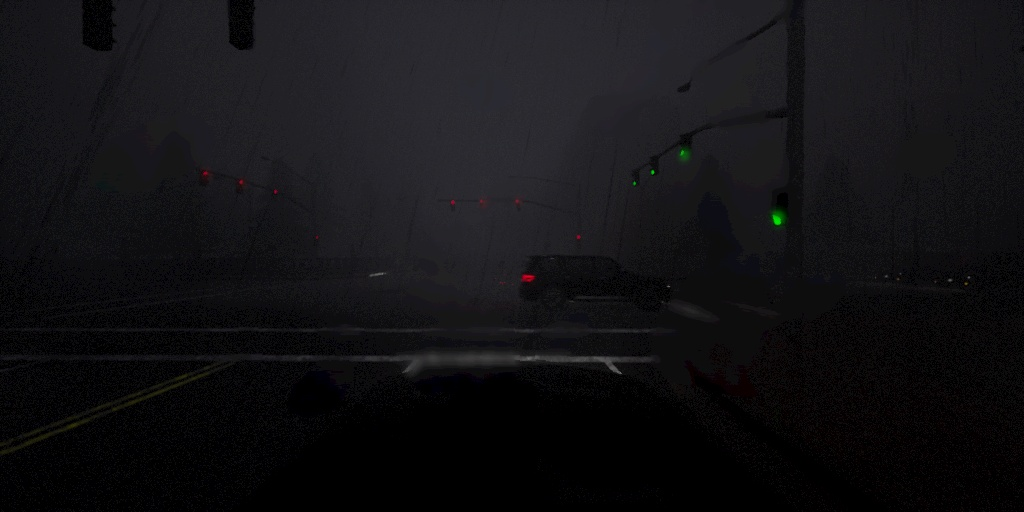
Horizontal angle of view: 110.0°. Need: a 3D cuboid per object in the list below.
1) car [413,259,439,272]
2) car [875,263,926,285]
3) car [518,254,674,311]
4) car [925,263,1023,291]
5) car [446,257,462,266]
[{"bbox_3d":[-9.688,1.024,40.869,2.033,1.411,5.357,0,0,1],"label":"car"},{"bbox_3d":[26.830,1.163,23.761,4.181,1.385,1.994,0,0,1],"label":"car"},{"bbox_3d":[3.009,0.956,13.449,5.566,2.045,2.150,0,0,1],"label":"car"},{"bbox_3d":[26.776,1.188,20.261,4.181,1.385,1.994,0,0,1],"label":"car"},{"bbox_3d":[-9.416,0.899,58.895,2.033,1.411,5.357,0,0,1],"label":"car"}]
